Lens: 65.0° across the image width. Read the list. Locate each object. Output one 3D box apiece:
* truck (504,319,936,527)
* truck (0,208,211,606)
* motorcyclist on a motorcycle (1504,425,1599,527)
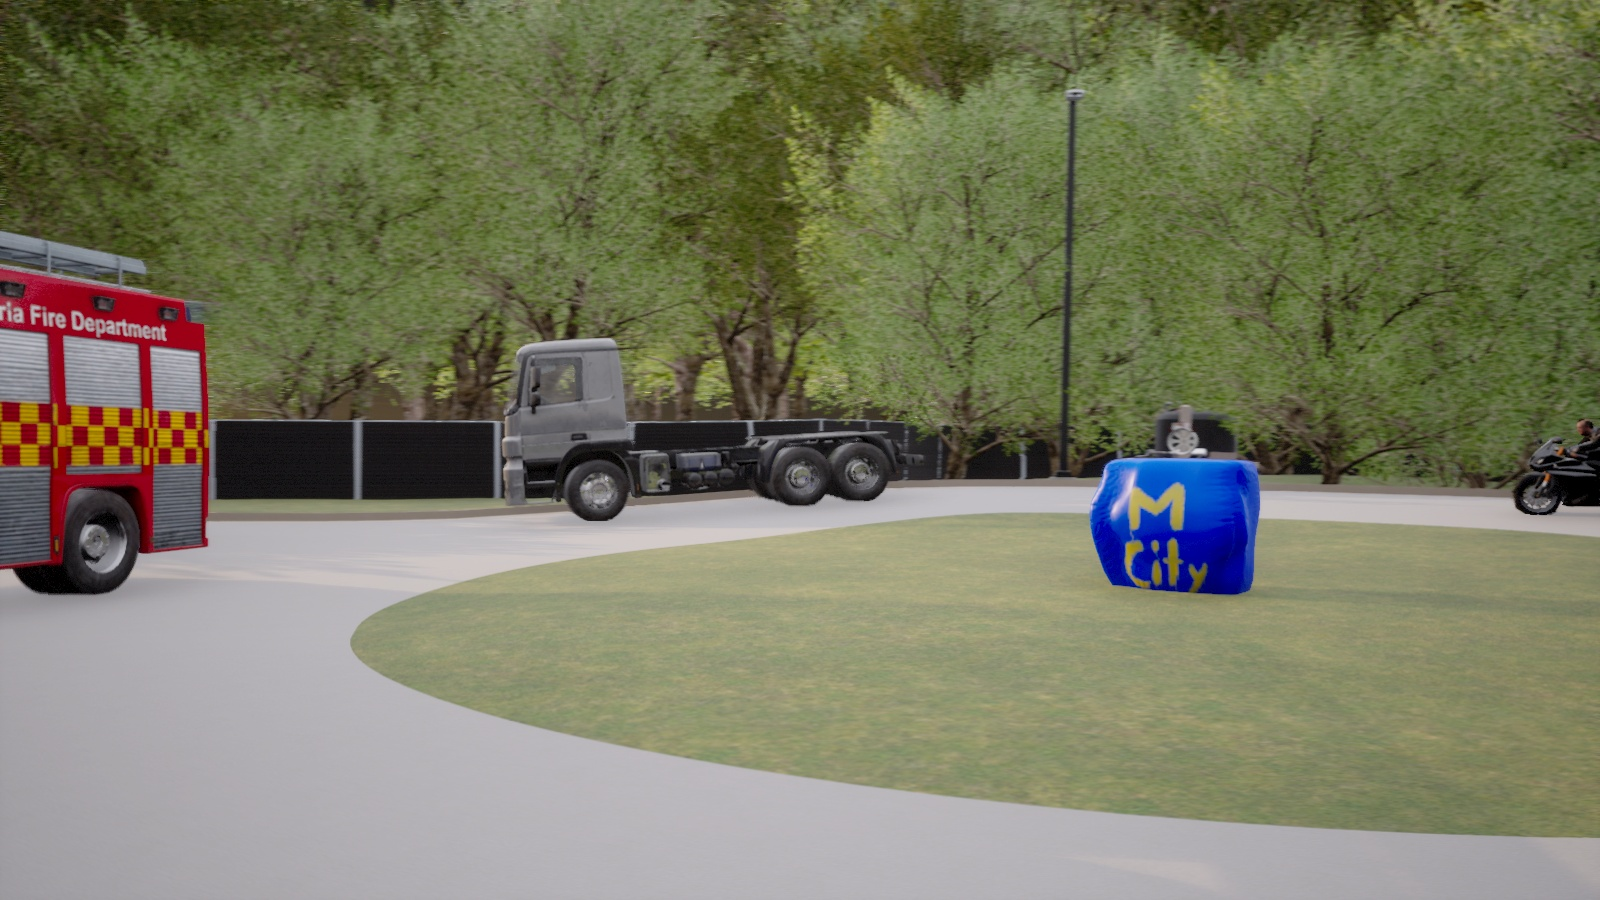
[{"bbox_3d":[-1.645,-0.594,24.706,7.936,3.462,2.891,-3,2,-12],"label":"truck"},{"bbox_3d":[-9.357,-0.420,11.225,2.891,3.827,8.468,0,0,12],"label":"truck"},{"bbox_3d":[12.209,0.395,19.360,2.191,1.530,0.866,1,0,9],"label":"motorcyclist on a motorcycle"}]
